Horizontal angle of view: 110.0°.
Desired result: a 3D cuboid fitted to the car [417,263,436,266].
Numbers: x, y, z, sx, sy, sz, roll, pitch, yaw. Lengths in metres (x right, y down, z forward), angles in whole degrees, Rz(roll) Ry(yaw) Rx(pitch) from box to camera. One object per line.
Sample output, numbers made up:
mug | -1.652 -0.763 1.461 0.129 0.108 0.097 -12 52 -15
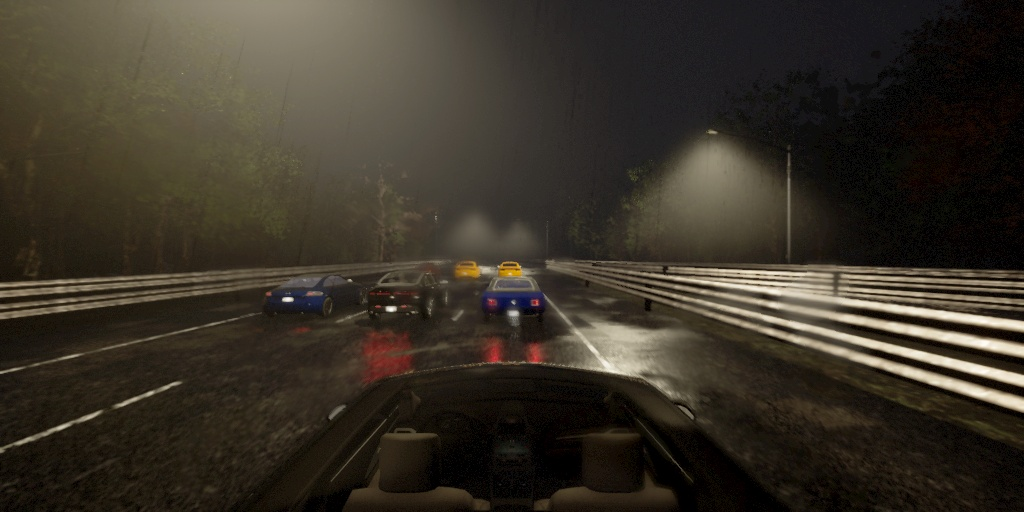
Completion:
car | -7.200 1.302 30.237 1.812 1.442 4.674 0 0 -1

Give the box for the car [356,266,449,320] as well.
car | -3.458 1.262 12.622 1.837 1.490 4.892 0 0 0

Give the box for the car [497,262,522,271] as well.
car | -0.206 1.252 30.585 1.882 1.535 5.008 0 0 -1

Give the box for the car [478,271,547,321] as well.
car | 0.047 1.357 12.404 1.895 1.301 4.718 0 0 0

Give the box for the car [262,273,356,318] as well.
car | -6.962 1.323 13.120 1.994 1.385 4.181 0 0 0

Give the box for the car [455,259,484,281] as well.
car | -3.709 1.254 30.733 1.882 1.535 5.008 0 0 -1
